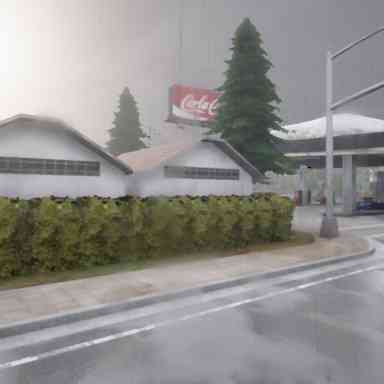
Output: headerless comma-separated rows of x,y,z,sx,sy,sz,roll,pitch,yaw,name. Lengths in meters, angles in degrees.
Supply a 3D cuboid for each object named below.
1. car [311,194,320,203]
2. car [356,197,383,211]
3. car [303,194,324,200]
27.700,1.512,69.830,5.357,1.411,2.033,0,0,-36,car
21.467,1.462,39.776,4.611,1.667,2.242,0,0,-36,car
32.531,1.295,89.270,2.152,1.636,5.027,0,0,-36,car
